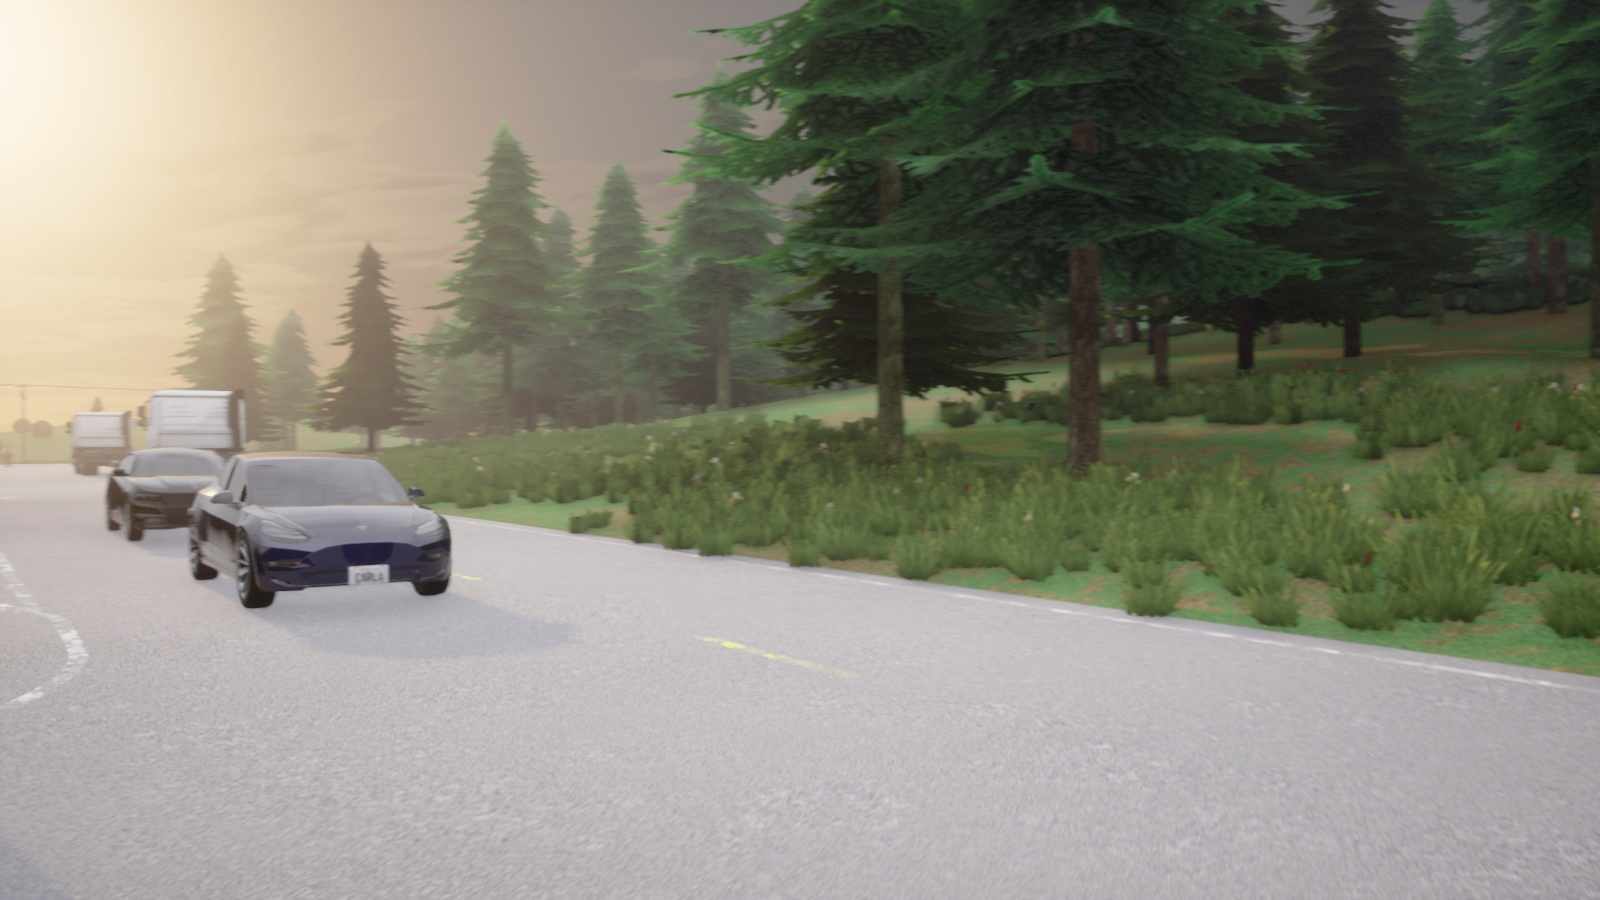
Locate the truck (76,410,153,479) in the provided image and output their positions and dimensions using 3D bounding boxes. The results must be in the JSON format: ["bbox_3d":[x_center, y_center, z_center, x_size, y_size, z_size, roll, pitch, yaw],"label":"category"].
[{"bbox_3d":[-36.902,-0.282,67.462,2.891,3.462,7.936,-1,0,-34],"label":"truck"}]

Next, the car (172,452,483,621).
[{"bbox_3d":[-5.375,0.776,13.816,2.163,1.488,4.792,-1,0,-34],"label":"car"}]

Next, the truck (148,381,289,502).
[{"bbox_3d":[-18.808,-0.259,40.289,2.891,3.462,7.936,-1,0,-34],"label":"truck"}]

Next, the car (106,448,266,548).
[{"bbox_3d":[-10.964,0.747,22.209,1.882,1.535,5.008,-1,0,-34],"label":"car"}]
